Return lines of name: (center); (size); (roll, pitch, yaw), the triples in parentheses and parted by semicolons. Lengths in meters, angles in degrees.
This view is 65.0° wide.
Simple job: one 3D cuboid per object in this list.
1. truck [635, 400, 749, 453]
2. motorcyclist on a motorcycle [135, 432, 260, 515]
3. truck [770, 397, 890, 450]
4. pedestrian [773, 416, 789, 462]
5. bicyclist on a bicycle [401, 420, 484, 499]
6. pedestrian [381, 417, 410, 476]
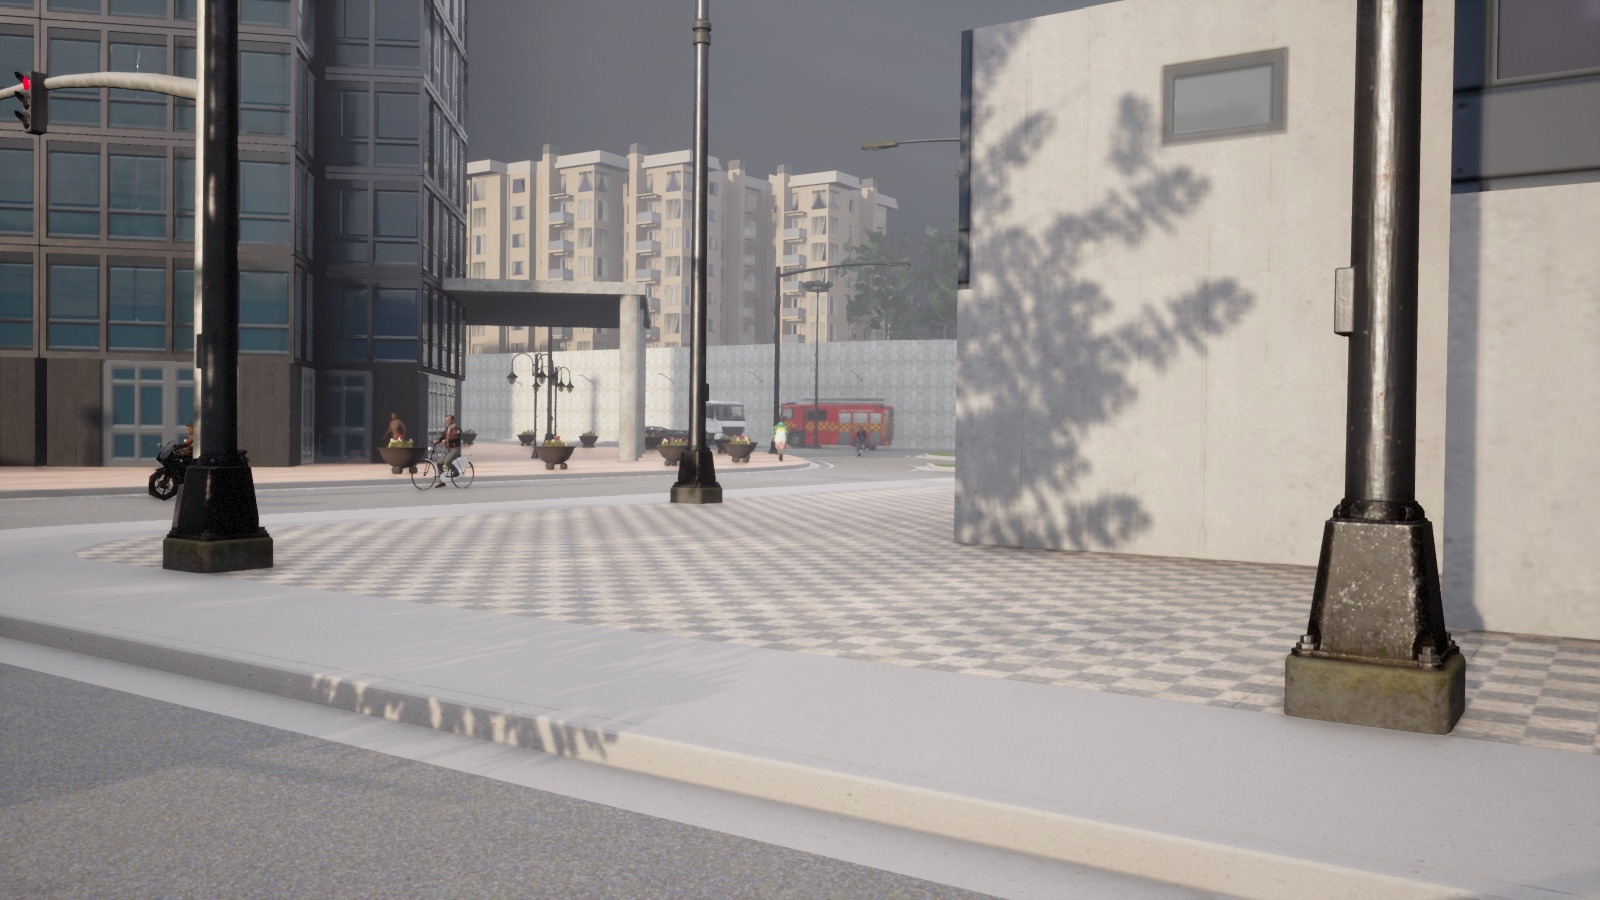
truck: (-7.396, -1.586, 85.106); (7.936, 3.462, 2.891); (1, 1, 40)
motorcyclist on a motorcycle: (-11.628, 0.415, 24.317); (0.797, 1.523, 2.044); (0, 1, 34)
truck: (2.248, -1.958, 93.552); (8.468, 3.827, 2.891); (0, 1, 19)
pedestrian: (-0.835, -0.472, 54.250); (0.659, 1.952, 0.873); (0, 1, -1)
bicyclist on a bicycle: (-8.301, 0.204, 29.227); (0.659, 1.776, 1.843); (0, 1, 34)
pedestrian: (-12.583, -0.108, 39.090); (0.328, 1.805, 0.869); (0, 1, 26)
